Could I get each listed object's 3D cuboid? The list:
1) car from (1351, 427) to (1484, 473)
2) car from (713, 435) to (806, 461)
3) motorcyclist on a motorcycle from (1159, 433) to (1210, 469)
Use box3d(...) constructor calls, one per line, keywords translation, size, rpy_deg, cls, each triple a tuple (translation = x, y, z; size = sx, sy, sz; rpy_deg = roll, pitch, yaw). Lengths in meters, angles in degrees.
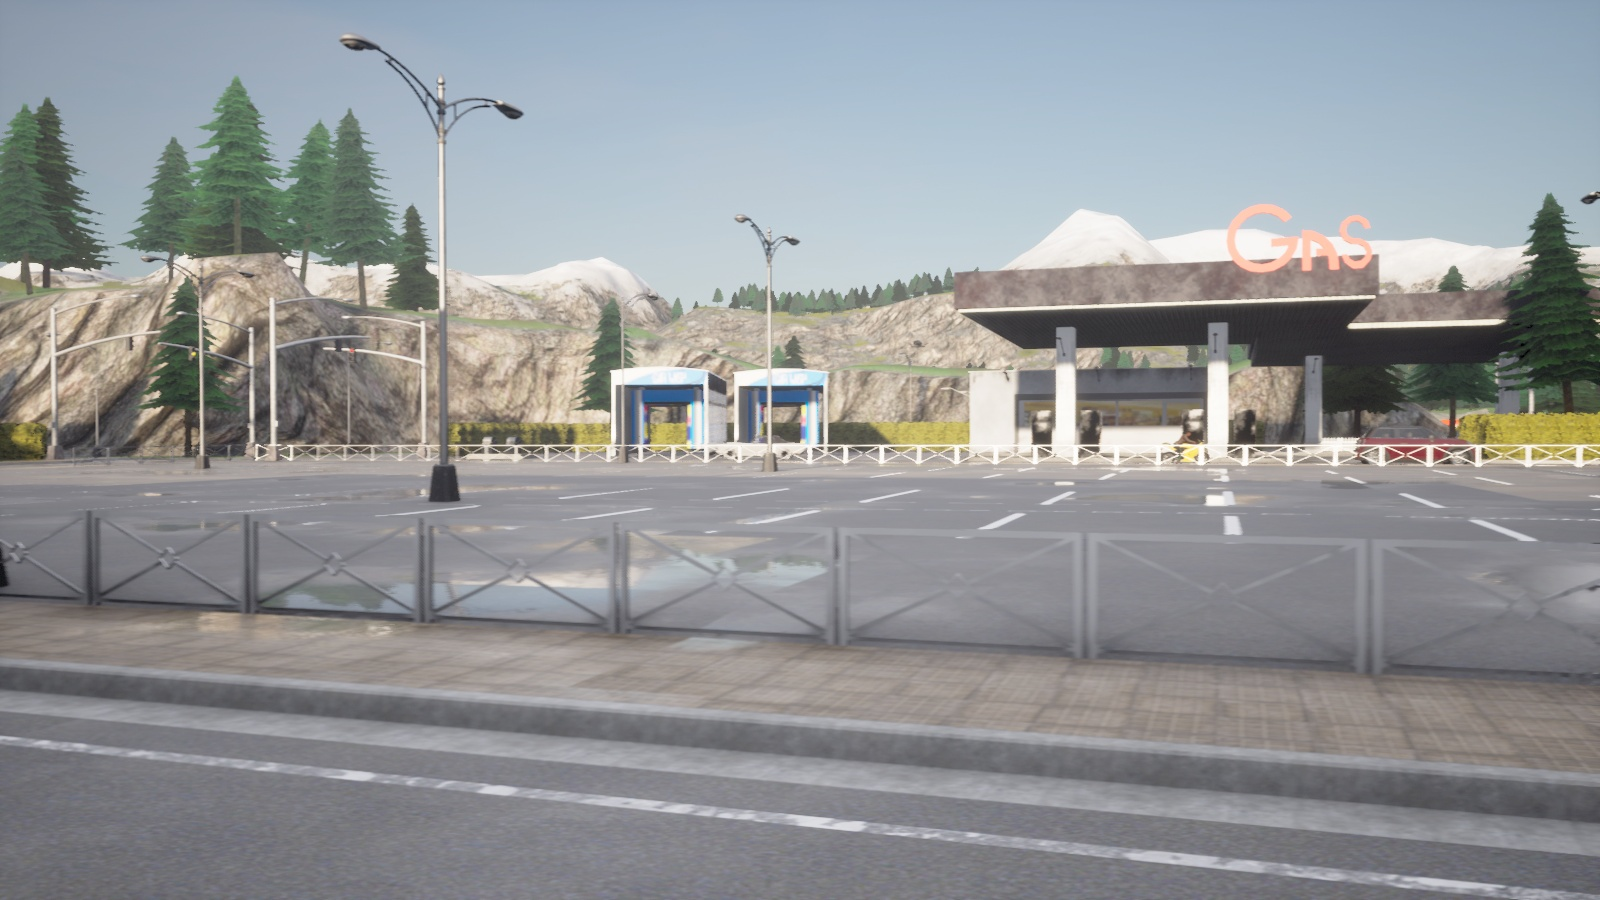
box3d(translation=(24.727, -0.015, 50.447), size=(4.553, 1.767, 2.097), rpy_deg=(1, 1, 19), cls="car")
box3d(translation=(-2.122, -0.128, 66.357), size=(4.718, 1.301, 1.895), rpy_deg=(0, 1, 4), cls="car")
box3d(translation=(16.324, 0.031, 53.330), size=(2.044, 1.523, 0.797), rpy_deg=(1, 1, 19), cls="motorcyclist on a motorcycle")
